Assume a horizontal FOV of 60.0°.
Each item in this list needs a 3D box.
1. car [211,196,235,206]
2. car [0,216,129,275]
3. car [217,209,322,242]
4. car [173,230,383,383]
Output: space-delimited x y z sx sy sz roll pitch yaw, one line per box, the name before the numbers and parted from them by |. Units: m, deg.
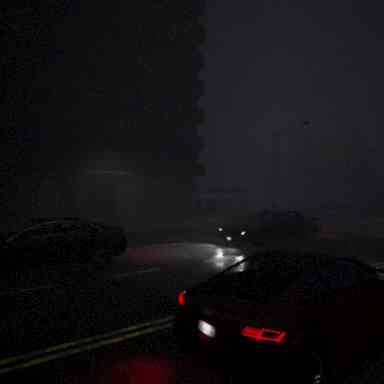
car | 4.597 1.335 51.830 2.128 1.511 4.902 0 0 -40
car | -4.249 1.485 9.530 4.902 1.511 2.128 0 0 -35
car | 3.692 1.513 15.174 5.357 1.411 2.033 0 0 -35
car | 1.806 1.551 5.037 4.181 1.385 1.994 0 0 -36
